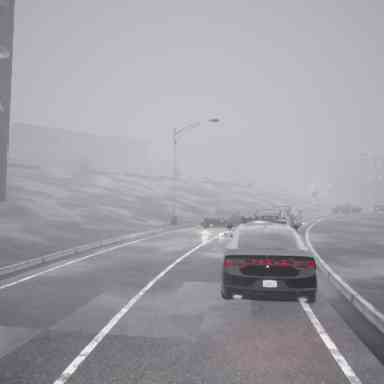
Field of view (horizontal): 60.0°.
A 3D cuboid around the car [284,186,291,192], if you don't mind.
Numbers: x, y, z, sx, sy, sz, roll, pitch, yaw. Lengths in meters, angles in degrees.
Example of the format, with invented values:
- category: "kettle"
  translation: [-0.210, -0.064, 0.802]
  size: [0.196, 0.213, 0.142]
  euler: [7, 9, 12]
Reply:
- category: "car"
  translation: [23.014, -0.423, 83.999]
  size: [2.435, 2.045, 5.566]
  euler: [-4, -6, 41]

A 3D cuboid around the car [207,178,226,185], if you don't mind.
- category: "car"
  translation: [3.748, -1.820, 63.861]
  size: [4.553, 1.767, 2.185]
  euler: [4, -6, -42]

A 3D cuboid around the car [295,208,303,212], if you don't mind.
- category: "car"
  translation: [6.390, 1.680, 22.935]
  size: [1.837, 1.490, 4.892]
  euler: [-2, -1, 25]

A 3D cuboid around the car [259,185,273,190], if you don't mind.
- category: "car"
  translation: [15.508, -0.839, 75.631]
  size: [2.231, 1.521, 4.892]
  euler: [-4, -6, 44]

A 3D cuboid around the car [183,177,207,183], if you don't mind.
- category: "car"
  translation: [-0.315, -1.965, 60.118]
  size: [5.008, 1.535, 2.097]
  euler: [4, -5, -41]

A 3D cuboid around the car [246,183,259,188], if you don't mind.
- category: "car"
  translation: [11.765, -1.085, 71.717]
  size: [2.002, 1.452, 4.674]
  euler: [-4, -6, 45]

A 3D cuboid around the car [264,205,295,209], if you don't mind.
- category: "car"
  translation: [4.220, 1.613, 17.634]
  size: [1.837, 1.490, 4.892]
  euler: [-1, -1, 19]

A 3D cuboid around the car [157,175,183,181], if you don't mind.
- category: "car"
  translation: [-4.475, -2.190, 56.454]
  size: [4.674, 1.452, 2.002]
  euler: [3, -5, -40]

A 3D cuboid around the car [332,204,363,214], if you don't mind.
- category: "car"
  translation: [19.679, 2.148, 42.052]
  size: [4.718, 1.301, 1.895]
  euler: [1, -4, -40]

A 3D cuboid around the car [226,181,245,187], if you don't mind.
- category: "car"
  translation: [7.868, -1.378, 67.818]
  size: [4.792, 1.488, 2.163]
  euler: [4, -6, -44]

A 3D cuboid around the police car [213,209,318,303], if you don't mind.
- category: "police car"
  translation: [1.835, 1.452, 8.506]
  size: [1.930, 1.638, 5.238]
  euler: [-1, 0, 10]

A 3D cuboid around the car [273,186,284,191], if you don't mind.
- category: "car"
  translation: [19.308, -0.644, 79.791]
  size: [2.185, 1.767, 4.553]
  euler: [-4, -6, 42]

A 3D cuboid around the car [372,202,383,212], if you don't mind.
- category: "car"
  translation: [28.534, 2.274, 49.321]
  size: [4.674, 1.442, 1.812]
  euler: [1, -4, -38]

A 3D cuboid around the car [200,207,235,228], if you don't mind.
- category: "car"
  translation: [2.361, 1.842, 24.397]
  size: [2.033, 1.411, 5.357]
  euler: [-2, -2, 24]

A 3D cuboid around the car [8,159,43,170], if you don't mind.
- category: "car"
  translation: [-21.494, -3.264, 42.539]
  size: [4.553, 1.767, 2.185]
  euler: [3, -5, -39]

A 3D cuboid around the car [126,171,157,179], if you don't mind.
- category: "car"
  translation: [-8.713, -2.483, 52.884]
  size: [4.892, 1.521, 2.231]
  euler: [3, -5, -39]

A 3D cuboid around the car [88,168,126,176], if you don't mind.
- category: "car"
  translation: [-12.995, -2.711, 49.409]
  size: [4.892, 1.521, 2.231]
  euler: [3, -5, -39]
